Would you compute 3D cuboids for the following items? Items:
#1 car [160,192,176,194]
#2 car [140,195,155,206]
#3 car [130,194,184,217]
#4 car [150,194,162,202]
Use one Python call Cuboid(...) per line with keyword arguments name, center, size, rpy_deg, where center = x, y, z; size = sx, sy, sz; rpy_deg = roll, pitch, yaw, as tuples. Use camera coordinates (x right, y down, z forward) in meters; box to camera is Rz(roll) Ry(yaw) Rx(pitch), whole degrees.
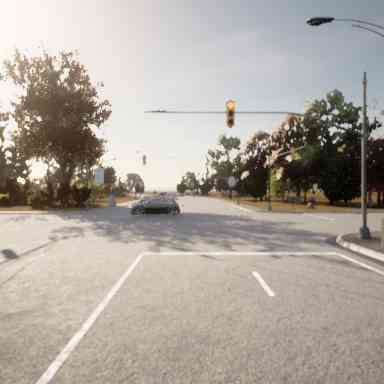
Cuboid(name="car", center=(-3.731, 1.212, 53.635), size=(2.097, 1.767, 4.553), rpy_deg=(0, 0, 0))
Cuboid(name="car", center=(-7.231, 1.361, 54.039), size=(1.837, 1.490, 4.892), rpy_deg=(0, 1, 0))
Cuboid(name="car", center=(-3.296, 1.277, 30.239), size=(4.553, 1.767, 2.097), rpy_deg=(0, 0, -3))
Cuboid(name="car", center=(-7.420, 1.286, 69.233), size=(2.128, 1.511, 4.902), rpy_deg=(0, 0, -2))
